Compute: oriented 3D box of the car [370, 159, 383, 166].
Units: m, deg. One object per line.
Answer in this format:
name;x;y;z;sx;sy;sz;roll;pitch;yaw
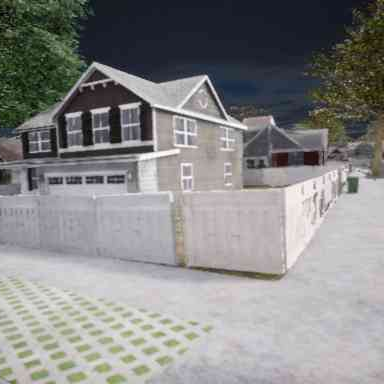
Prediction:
car;29.122;-4.456;51.960;1.812;1.442;4.674;-1;5;16
